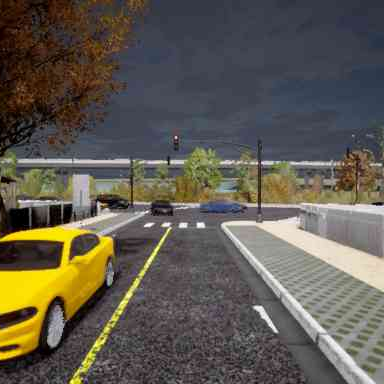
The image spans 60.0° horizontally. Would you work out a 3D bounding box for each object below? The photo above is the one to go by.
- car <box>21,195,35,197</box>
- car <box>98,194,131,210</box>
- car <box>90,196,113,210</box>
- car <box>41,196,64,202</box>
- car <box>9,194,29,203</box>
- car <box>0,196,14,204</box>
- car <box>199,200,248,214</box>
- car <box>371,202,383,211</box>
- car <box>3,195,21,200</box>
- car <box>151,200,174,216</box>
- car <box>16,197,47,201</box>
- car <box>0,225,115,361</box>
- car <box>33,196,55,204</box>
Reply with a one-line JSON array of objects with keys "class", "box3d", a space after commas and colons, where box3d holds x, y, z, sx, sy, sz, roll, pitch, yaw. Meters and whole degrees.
[{"class": "car", "box3d": [-32.663, 1.575, 66.064, 4.553, 1.767, 2.097, -1, 2, 36]}, {"class": "car", "box3d": [-11.038, 1.342, 46.207, 5.566, 2.045, 2.150, 0, 2, 36]}, {"class": "car", "box3d": [-13.067, 1.709, 43.673, 5.008, 1.535, 1.882, 0, 2, 36]}, {"class": "car", "box3d": [-22.656, 1.747, 54.680, 4.674, 1.442, 1.812, -1, 2, 36]}, {"class": "car", "box3d": [-38.939, 1.438, 74.636, 4.553, 1.767, 2.097, -1, 2, 36]}, {"class": "car", "box3d": [-40.868, 1.718, 72.029, 4.902, 1.511, 2.128, -1, 2, 36]}, {"class": "car", "box3d": [3.315, 1.543, 35.788, 5.357, 1.411, 2.033, -1, 2, 36]}, {"class": "car", "box3d": [19.855, 1.259, 32.047, 4.718, 1.301, 1.895, -1, 2, 36]}, {"class": "car", "box3d": [-35.831, 1.818, 64.356, 4.892, 1.490, 1.837, -1, 2, 36]}, {"class": "car", "box3d": [-2.880, 1.507, 32.233, 1.882, 1.535, 5.008, 3, -2, -11]}, {"class": "car", "box3d": [-25.453, 1.901, 52.699, 4.181, 1.385, 1.994, 0, 2, 36]}, {"class": "car", "box3d": [-2.845, 1.474, 6.313, 1.882, 1.535, 5.008, 0, 0, 0]}, {"class": "car", "box3d": [-30.519, 1.598, 68.527, 4.892, 1.490, 1.837, -1, 2, 36]}]
